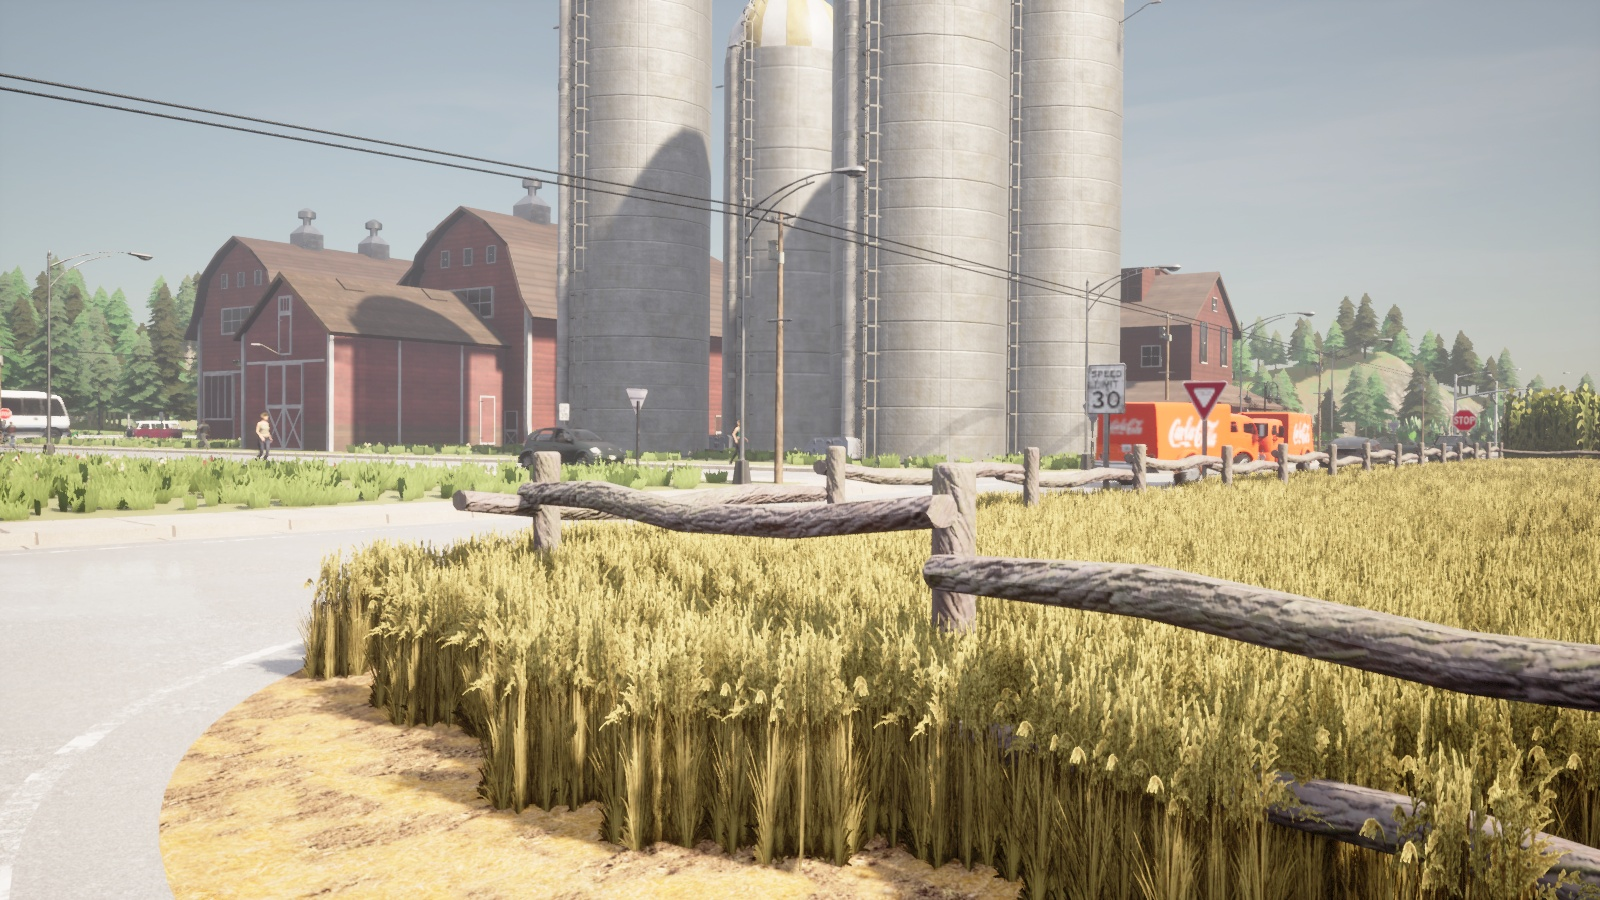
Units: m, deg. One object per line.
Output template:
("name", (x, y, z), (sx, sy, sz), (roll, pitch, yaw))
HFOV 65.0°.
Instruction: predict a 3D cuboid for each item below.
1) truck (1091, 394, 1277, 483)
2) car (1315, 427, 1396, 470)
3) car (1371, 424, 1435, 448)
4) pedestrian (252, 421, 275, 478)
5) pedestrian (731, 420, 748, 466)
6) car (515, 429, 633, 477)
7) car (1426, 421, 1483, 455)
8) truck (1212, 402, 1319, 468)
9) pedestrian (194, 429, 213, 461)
("truck", (11.459, -0.370, 37.390), (5.204, 2.467, 2.627), (-1, 1, -35))
("car", (21.050, -0.101, 47.492), (1.837, 1.490, 4.892), (0, 1, 36))
("car", (41.975, -0.961, 87.523), (3.988, 1.617, 1.851), (0, 1, 24))
("pedestrian", (-17.325, -0.010, 40.568), (0.594, 1.836, 0.345), (0, 1, 27))
("pedestrian", (-2.436, -0.279, 50.403), (0.594, 1.836, 0.345), (0, 1, 25))
("car", (-8.102, 0.089, 44.987), (3.988, 1.617, 1.851), (0, 1, 35))
("car", (35.108, -0.646, 67.266), (2.097, 1.767, 4.553), (0, 1, 35))
("truck", (18.601, -0.607, 50.033), (2.627, 2.467, 5.204), (0, 1, 36))
("pedestrian", (-35.292, -0.310, 74.291), (0.849, 1.883, 0.563), (0, 1, 26))
